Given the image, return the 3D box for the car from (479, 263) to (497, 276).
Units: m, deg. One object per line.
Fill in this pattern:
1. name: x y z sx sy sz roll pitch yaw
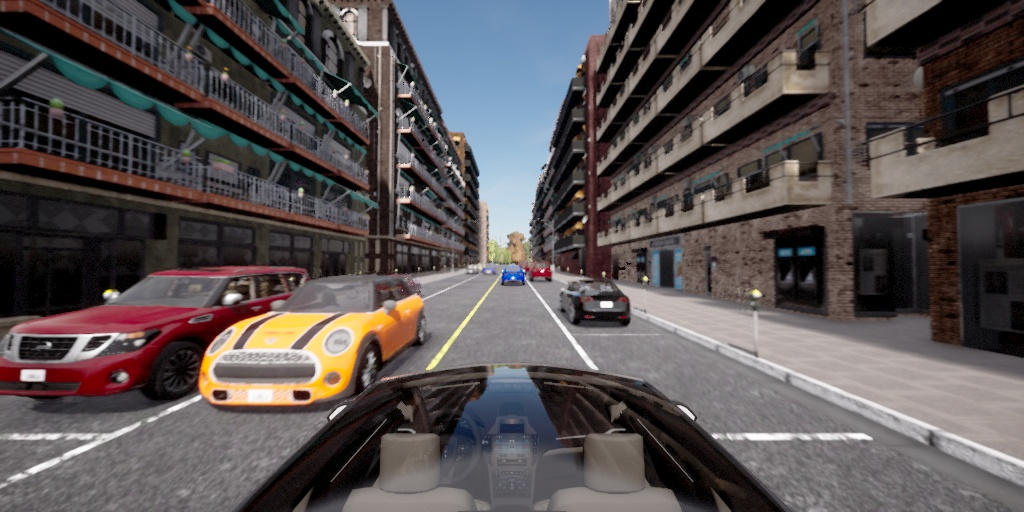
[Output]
1. car: -3.059 1.898 49.059 1.812 1.442 4.674 0 -1 0

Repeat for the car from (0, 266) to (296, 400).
1. car: -5.690 1.131 6.759 2.192 1.841 5.009 0 0 0

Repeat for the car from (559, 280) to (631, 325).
1. car: 2.692 1.454 12.293 1.948 1.339 4.313 0 0 0

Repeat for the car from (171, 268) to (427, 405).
1. car: -3.096 1.167 6.689 2.097 1.767 4.553 0 -1 1

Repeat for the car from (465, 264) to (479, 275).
1. car: -5.685 1.953 51.299 2.007 1.370 4.403 0 0 0

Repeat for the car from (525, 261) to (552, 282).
1. car: 2.694 1.495 34.563 2.192 1.841 5.009 0 0 0

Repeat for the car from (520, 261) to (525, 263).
1. car: 2.696 1.716 51.264 2.192 1.841 5.009 0 0 0

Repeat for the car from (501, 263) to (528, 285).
1. car: 0.097 1.607 30.672 1.882 1.535 5.008 0 -1 0
